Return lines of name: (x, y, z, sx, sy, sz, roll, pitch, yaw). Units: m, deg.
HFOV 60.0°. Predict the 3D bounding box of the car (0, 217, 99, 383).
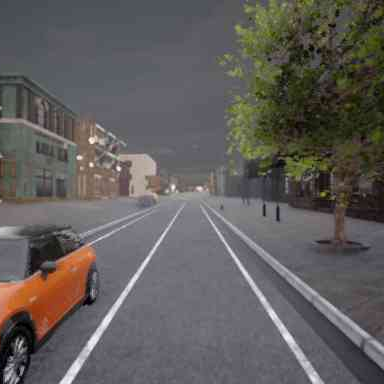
car: (-3.003, 1.376, 5.133, 2.097, 1.767, 4.553, 0, 0, 0)
